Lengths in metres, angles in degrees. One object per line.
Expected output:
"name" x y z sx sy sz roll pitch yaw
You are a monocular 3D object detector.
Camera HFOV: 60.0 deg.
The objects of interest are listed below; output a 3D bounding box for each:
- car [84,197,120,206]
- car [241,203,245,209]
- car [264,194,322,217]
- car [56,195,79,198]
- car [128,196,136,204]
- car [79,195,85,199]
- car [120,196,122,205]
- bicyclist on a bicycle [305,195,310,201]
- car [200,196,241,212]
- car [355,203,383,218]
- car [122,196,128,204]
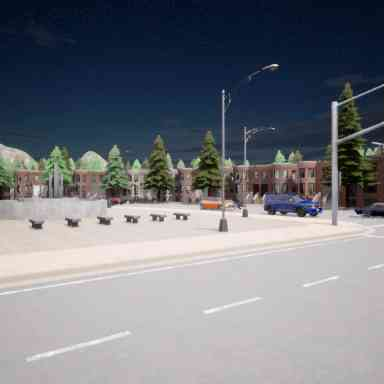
"car" -13.932 1.564 51.451 4.181 1.385 1.994 0 0 21
"car" 4.403 1.547 43.356 2.033 1.411 5.357 0 0 -43
"car" 9.320 1.221 31.290 2.150 2.045 5.566 0 0 -38
"car" -23.841 1.505 60.674 4.892 1.490 1.837 0 0 5
"car" -12.759 1.505 62.036 4.892 1.490 1.837 0 0 18
"car" -22.579 1.352 63.968 4.553 1.767 2.097 0 0 7
"car" -14.703 1.600 55.504 4.718 1.301 1.895 0 0 18
"bicyclist on a bicycle" 16.149 1.303 46.584 1.656 1.620 0.582 0 0 -37
"car" 3.074 1.354 39.385 2.097 1.767 4.553 0 0 -41
"car" 16.391 1.601 27.838 1.895 1.301 4.718 0 0 -39
"car" -14.104 1.564 58.804 4.181 1.385 1.994 0 0 18
